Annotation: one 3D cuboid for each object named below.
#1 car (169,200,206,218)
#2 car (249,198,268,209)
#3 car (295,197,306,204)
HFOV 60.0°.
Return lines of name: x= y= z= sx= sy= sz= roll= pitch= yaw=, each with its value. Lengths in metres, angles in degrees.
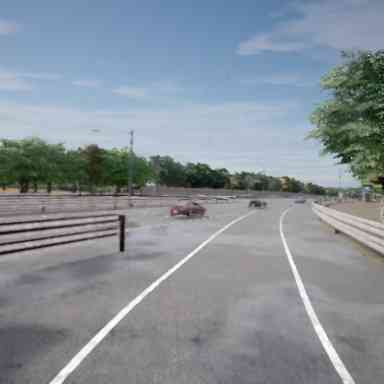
car: x=-0.344 y=1.477 z=29.435 sx=1.812 sy=1.442 sz=4.674 roll=2 pitch=0 yaw=26
car: x=9.919 y=1.659 z=49.721 sx=1.837 sy=1.490 sz=4.892 roll=1 pitch=0 yaw=27
car: x=25.941 y=1.992 z=79.429 sx=2.033 sy=1.411 sz=5.357 roll=2 pitch=0 yaw=29
